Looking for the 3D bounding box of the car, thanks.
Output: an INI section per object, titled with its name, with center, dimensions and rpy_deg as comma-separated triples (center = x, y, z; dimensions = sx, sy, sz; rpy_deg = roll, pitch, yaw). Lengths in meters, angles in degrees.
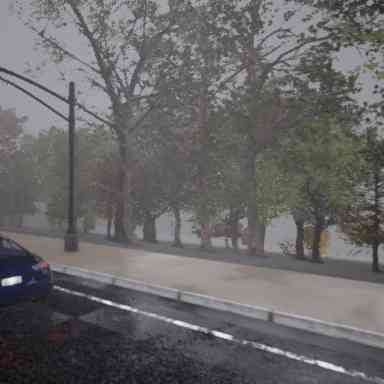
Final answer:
[car]
center = -4.874, 1.574, 7.158
dimensions = 4.181, 1.385, 1.994
rpy_deg = 0, 0, 35
